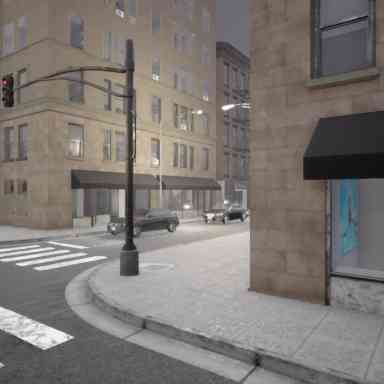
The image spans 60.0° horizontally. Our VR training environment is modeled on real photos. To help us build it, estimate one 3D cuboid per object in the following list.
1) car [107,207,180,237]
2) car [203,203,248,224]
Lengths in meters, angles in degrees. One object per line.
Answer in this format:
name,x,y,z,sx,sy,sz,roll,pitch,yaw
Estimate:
car,-2.592,1.620,18.803,1.812,1.442,4.674,0,0,37
car,2.709,1.640,26.277,2.128,1.511,4.902,0,0,35
